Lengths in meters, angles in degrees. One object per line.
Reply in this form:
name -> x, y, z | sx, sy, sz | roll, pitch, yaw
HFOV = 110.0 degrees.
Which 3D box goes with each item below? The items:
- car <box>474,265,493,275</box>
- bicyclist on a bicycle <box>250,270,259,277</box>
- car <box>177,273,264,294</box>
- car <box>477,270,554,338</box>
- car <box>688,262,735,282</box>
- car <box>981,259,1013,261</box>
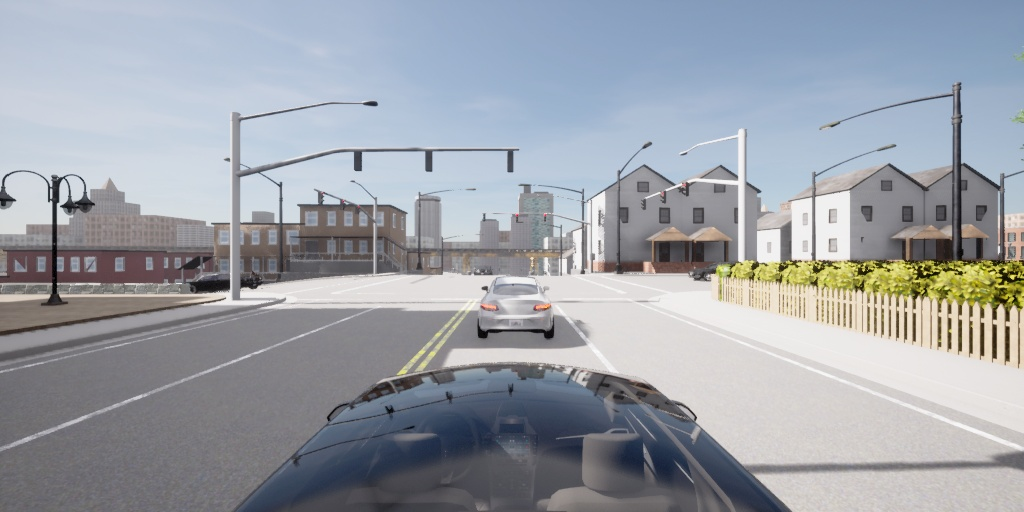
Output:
car -> -3.516, 2.162, 45.252 | 2.150, 2.045, 5.566 | 0, -9, 0
bicyclist on a bicycle -> -25.565, 2.214, 35.591 | 0.582, 1.620, 1.656 | -8, 0, 0
car -> -19.974, 1.845, 24.705 | 4.718, 1.301, 1.895 | -4, 0, -1
car -> 0.102, 1.276, 10.011 | 1.812, 1.442, 4.674 | 0, 0, 0
car -> 16.797, 1.255, 28.820 | 4.892, 1.490, 1.837 | 0, 0, -1
car -> 38.737, 1.102, 29.051 | 4.553, 1.767, 2.097 | 0, 0, 0
